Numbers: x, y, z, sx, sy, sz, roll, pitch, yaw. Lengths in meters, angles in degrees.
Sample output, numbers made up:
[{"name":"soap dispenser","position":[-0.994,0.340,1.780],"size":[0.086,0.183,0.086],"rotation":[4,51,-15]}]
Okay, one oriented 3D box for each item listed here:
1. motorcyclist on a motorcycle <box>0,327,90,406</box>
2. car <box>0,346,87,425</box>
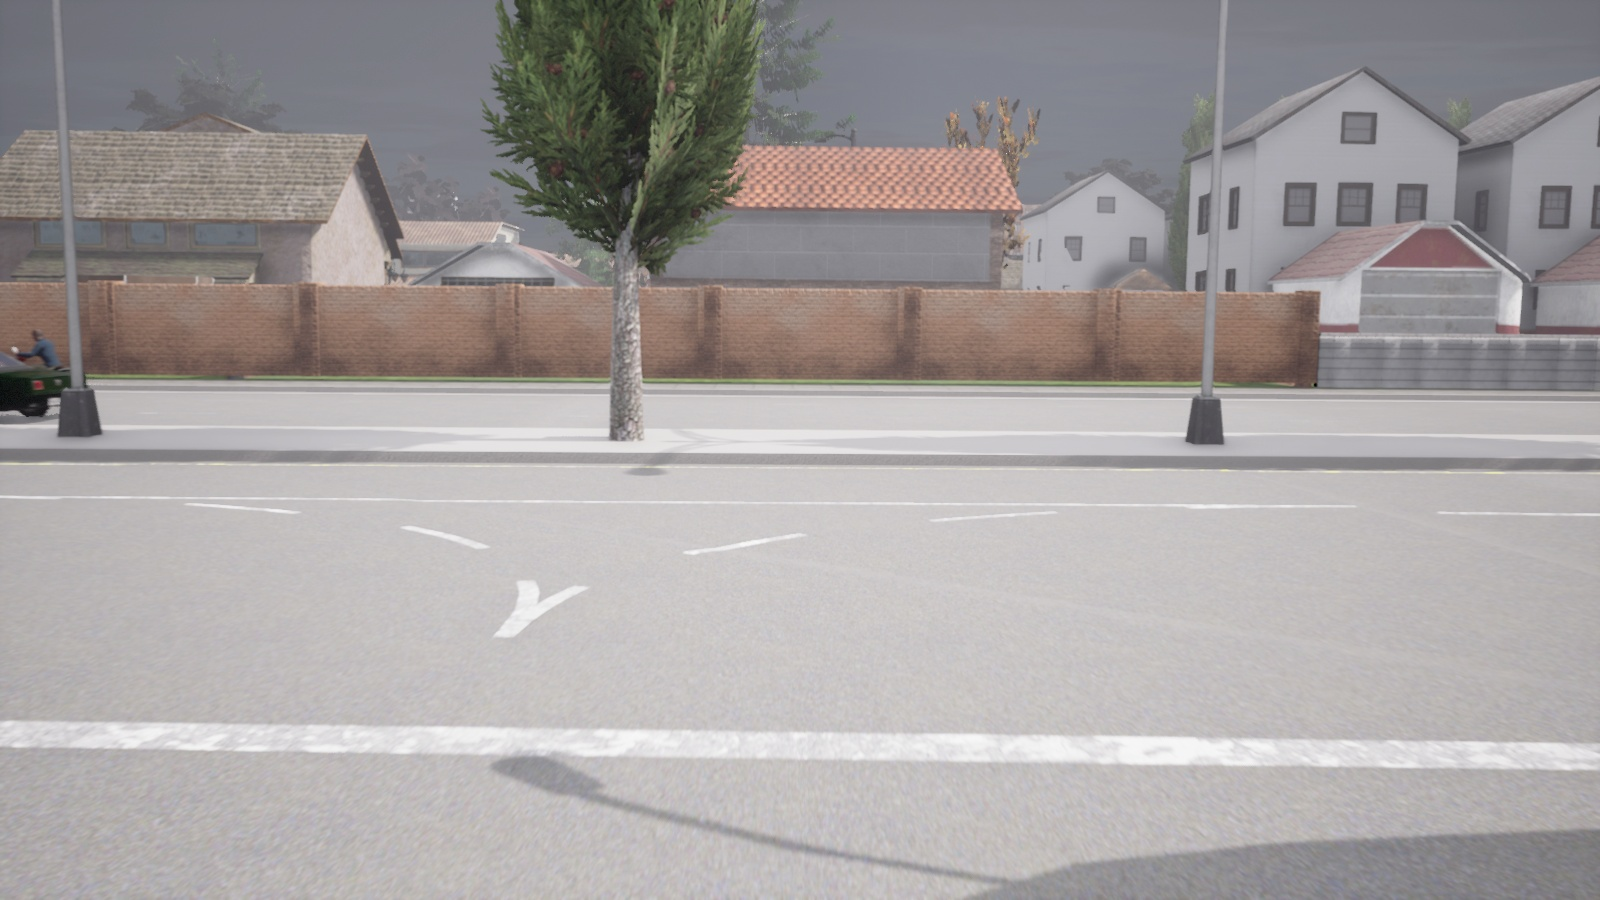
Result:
[{"name":"motorcyclist on a motorcycle","position":[-15.884,-1.735,25.993],"size":[1.817,1.590,0.866],"rotation":[0,6,-1]},{"name":"car","position":[-15.736,-1.199,22.533],"size":[4.718,1.301,1.895],"rotation":[0,6,-1]}]
